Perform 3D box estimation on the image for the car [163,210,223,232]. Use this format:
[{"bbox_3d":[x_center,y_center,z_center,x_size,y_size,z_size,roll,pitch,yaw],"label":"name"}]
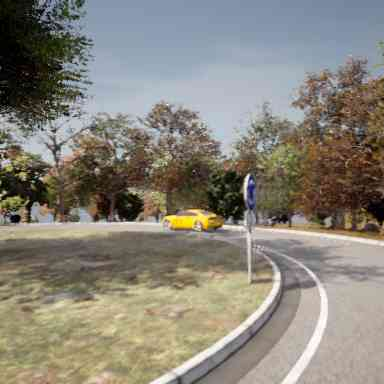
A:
[{"bbox_3d":[-0.039,2.090,24.881,5.008,1.535,1.882,-1,-3,41],"label":"car"}]
